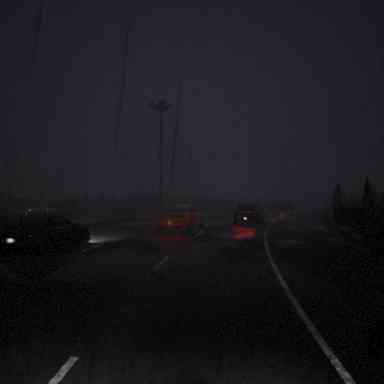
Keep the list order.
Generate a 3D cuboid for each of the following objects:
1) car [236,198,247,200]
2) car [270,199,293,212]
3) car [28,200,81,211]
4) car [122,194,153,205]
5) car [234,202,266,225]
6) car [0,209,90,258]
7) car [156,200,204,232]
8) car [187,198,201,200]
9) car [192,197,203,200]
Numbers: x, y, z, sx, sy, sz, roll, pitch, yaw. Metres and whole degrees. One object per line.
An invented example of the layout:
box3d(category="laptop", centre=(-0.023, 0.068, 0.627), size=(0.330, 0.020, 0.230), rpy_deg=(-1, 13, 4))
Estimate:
box3d(category="car", centre=(9.334, 1.764, 62.571), size=(1.994, 1.385, 4.181), rpy_deg=(0, -1, 40))
box3d(category="car", centre=(10.750, 1.603, 39.700), size=(1.812, 1.442, 4.674), rpy_deg=(0, 0, 29))
box3d(category="car", centre=(-10.349, 1.398, 25.172), size=(2.097, 1.767, 4.553), rpy_deg=(0, 0, 16))
box3d(category="car", centre=(-8.012, 1.373, 49.548), size=(2.150, 2.045, 5.566), rpy_deg=(0, 0, 29))
box3d(category="car", centre=(4.335, 1.552, 24.917), size=(1.837, 1.490, 4.892), rpy_deg=(0, 0, 17))
box3d(category="car", centre=(-5.661, 1.577, 12.928), size=(1.994, 1.385, 4.181), rpy_deg=(0, 0, 8))
box3d(category="car", centre=(-0.612, 1.515, 20.353), size=(1.882, 1.535, 5.008), rpy_deg=(0, 0, 14))
box3d(category="car", centre=(-1.028, 1.592, 30.741), size=(1.812, 1.442, 4.674), rpy_deg=(0, 0, 20))
box3d(category="car", centre=(0.222, 1.669, 56.239), size=(2.128, 1.511, 4.902), rpy_deg=(0, 0, 34))
